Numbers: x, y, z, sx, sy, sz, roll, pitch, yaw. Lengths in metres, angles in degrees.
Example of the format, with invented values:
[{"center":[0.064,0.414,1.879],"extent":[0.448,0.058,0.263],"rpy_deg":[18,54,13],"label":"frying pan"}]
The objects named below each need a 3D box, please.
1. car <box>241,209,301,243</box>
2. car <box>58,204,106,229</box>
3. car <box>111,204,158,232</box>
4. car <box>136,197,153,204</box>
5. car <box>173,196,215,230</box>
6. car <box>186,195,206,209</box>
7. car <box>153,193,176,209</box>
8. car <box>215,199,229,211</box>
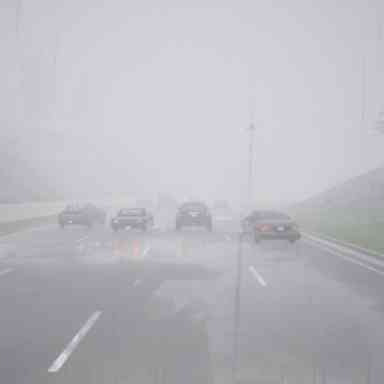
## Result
[{"center":[3.604,1.540,16.003],"extent":[2.033,1.411,5.357],"rpy_deg":[0,0,0],"label":"car"},{"center":[-6.894,1.482,21.344],"extent":[2.128,1.511,4.902],"rpy_deg":[0,0,0],"label":"car"},{"center":[-3.395,1.592,19.888],"extent":[1.895,1.301,4.718],"rpy_deg":[0,0,0],"label":"car"},{"center":[-6.417,1.472,46.658],"extent":[2.128,1.511,4.902],"rpy_deg":[0,0,7],"label":"car"},{"center":[0.104,1.343,21.106],"extent":[2.097,1.767,4.553],"rpy_deg":[0,0,0],"label":"car"},{"center":[0.633,1.331,45.719],"extent":[2.097,1.767,4.553],"rpy_deg":[0,0,8],"label":"car"},{"center":[-3.176,1.205,44.048],"extent":[2.150,2.045,5.566],"rpy_deg":[0,0,6],"label":"car"},{"center":[3.593,1.529,41.477],"extent":[2.033,1.411,5.357],"rpy_deg":[0,0,3],"label":"car"}]
